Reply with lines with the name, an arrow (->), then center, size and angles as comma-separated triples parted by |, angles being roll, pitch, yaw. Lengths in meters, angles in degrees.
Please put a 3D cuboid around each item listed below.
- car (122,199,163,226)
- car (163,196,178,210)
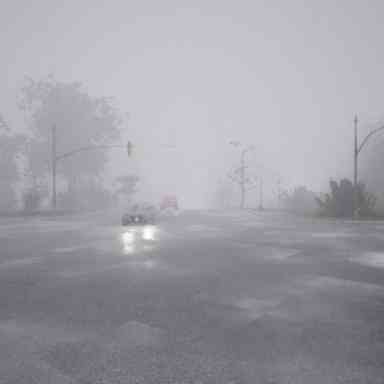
car -> -3.272, 1.419, 21.778 | 1.994, 1.385, 4.181 | 0, 0, 0
car -> -3.074, 1.490, 46.235 | 2.150, 2.045, 5.566 | 0, -2, 0
